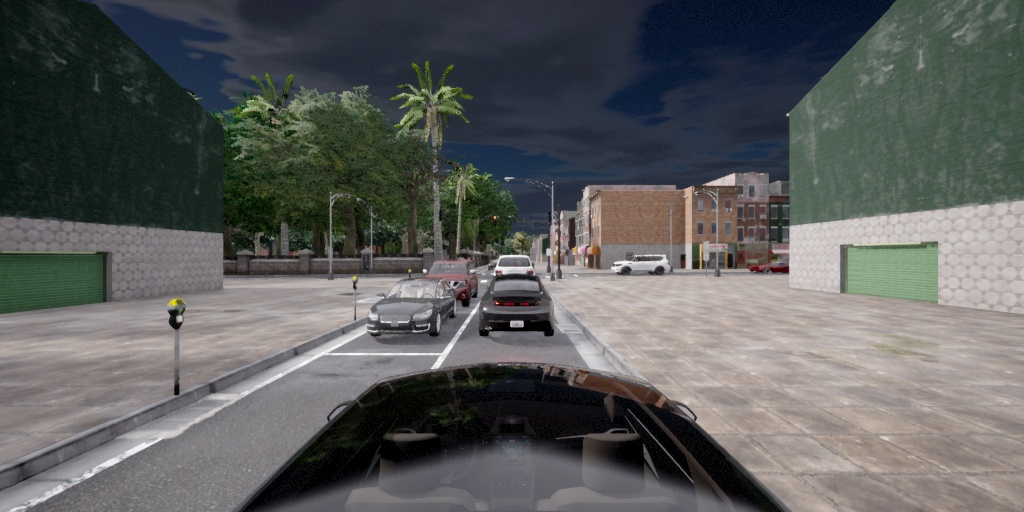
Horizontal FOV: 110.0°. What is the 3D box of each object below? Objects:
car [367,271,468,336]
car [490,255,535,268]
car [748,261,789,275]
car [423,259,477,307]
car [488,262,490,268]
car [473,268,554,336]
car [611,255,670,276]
[{"bbox_3d":[-2.628,1.301,10.210,2.007,1.370,4.403,0,0,0],"label":"car"},{"bbox_3d":[0.122,0.981,20.430,2.150,2.045,5.566,0,0,0],"label":"car"},{"bbox_3d":[26.581,1.201,36.024,4.718,1.301,1.895,0,0,0],"label":"car"},{"bbox_3d":[-2.621,1.069,15.673,2.192,1.841,5.009,0,0,0],"label":"car"},{"bbox_3d":[-2.574,1.295,53.819,1.967,1.591,4.097,0,0,0],"label":"car"},{"bbox_3d":[0.109,1.256,10.336,1.837,1.490,4.892,0,0,0],"label":"car"},{"bbox_3d":[12.899,0.903,36.024,5.566,2.045,2.150,0,0,0],"label":"car"}]
